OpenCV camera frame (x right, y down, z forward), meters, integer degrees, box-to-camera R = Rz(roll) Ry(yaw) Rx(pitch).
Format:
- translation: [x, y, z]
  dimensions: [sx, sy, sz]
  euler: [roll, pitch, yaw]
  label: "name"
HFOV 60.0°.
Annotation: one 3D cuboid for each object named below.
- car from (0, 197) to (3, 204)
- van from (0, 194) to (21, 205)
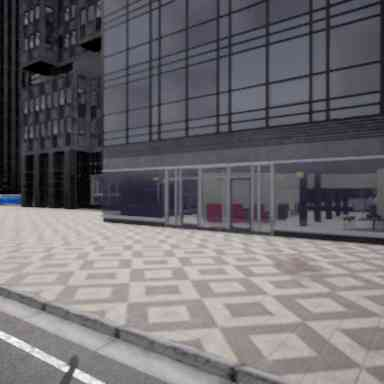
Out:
- translation: [-37.212, 1.520, 61.003]
  dimensions: [1.802, 1.307, 4.206]
  euler: [0, 0, 35]
  label: "car"
- translation: [-30.267, 1.307, 56.057]
  dimensions: [1.690, 1.788, 3.998]
  euler: [0, 0, 35]
  label: "van"
